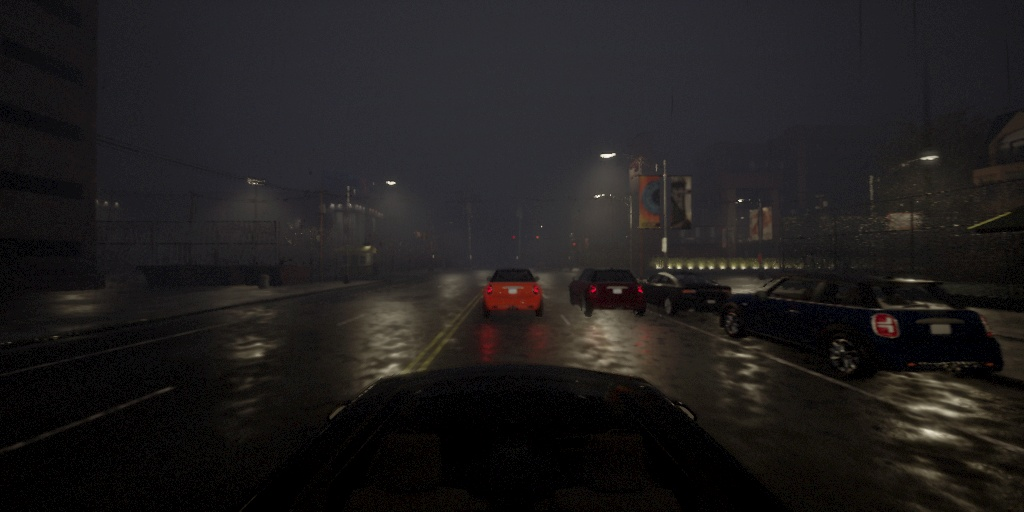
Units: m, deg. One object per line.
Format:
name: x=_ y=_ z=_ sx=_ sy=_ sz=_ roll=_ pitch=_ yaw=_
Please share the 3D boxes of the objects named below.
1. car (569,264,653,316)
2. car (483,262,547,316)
car: x=3.546 y=1.218 z=14.124 sx=2.097 sy=1.767 sz=4.553 roll=0 pitch=-1 yaw=0
car: x=0.046 y=1.218 z=14.125 sx=2.097 sy=1.767 sz=4.553 roll=0 pitch=-1 yaw=0
